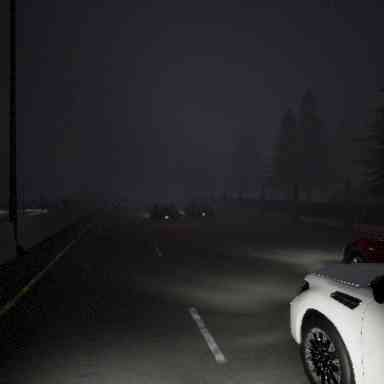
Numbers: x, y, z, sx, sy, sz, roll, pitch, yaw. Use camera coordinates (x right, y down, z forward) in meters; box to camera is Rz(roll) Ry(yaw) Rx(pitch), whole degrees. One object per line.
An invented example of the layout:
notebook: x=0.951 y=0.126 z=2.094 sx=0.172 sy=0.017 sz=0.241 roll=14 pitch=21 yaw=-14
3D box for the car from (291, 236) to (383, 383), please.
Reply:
car: x=2.766 y=1.217 z=2.064 sx=2.150 sy=2.045 sz=5.566 roll=0 pitch=0 yaw=-12

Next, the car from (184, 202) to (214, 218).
car: x=0.533 y=1.588 z=30.446 sx=1.895 sy=1.301 sz=4.718 roll=0 pitch=0 yaw=-12

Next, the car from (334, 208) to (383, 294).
car: x=5.329 y=1.348 z=6.994 sx=2.097 sy=1.767 sz=4.553 roll=0 pitch=0 yaw=-12

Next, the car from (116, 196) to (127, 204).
car: x=-13.423 y=1.539 z=63.291 sx=1.994 sy=1.385 sz=4.181 roll=0 pitch=0 yaw=-13

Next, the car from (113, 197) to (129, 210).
car: x=-9.252 y=1.530 z=43.316 sx=2.033 sy=1.411 sz=5.357 roll=0 pitch=0 yaw=-11

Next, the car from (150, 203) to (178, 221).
car: x=-2.375 y=1.589 z=27.187 sx=1.895 sy=1.301 sz=4.718 roll=0 pitch=0 yaw=-12
